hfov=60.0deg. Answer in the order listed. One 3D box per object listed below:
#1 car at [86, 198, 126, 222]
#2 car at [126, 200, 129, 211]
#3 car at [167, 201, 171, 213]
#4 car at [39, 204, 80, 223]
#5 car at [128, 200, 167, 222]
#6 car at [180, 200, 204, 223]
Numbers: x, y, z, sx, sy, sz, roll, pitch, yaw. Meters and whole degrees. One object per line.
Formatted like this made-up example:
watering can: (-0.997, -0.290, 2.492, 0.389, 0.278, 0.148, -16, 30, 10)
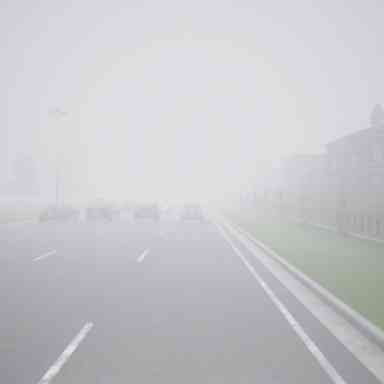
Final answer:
car: (-6.991, 1.539, 26.781, 1.882, 1.535, 5.008, 0, 0, 0)
car: (-6.965, 1.655, 39.319, 1.994, 1.385, 4.181, 0, 0, 0)
car: (-3.471, 1.690, 39.063, 1.895, 1.301, 4.718, 0, 0, 1)
car: (-10.495, 1.625, 26.629, 1.994, 1.385, 4.181, 0, 0, 0)
car: (-3.489, 1.553, 26.975, 2.128, 1.511, 4.902, 0, 0, 0)
car: (0.003, 1.608, 26.079, 2.033, 1.411, 5.357, 0, 0, 0)
